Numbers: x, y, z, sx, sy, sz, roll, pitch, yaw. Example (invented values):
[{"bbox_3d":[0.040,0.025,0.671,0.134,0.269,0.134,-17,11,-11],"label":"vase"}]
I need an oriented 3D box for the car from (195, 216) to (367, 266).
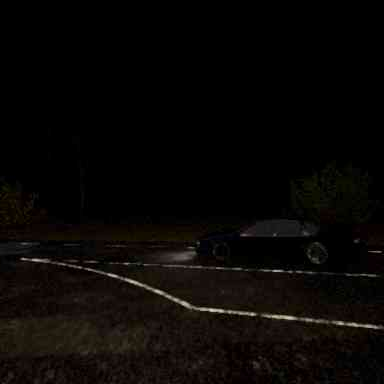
[{"bbox_3d":[2.821,1.539,11.162,5.357,1.411,2.033,-3,-1,24],"label":"car"}]
